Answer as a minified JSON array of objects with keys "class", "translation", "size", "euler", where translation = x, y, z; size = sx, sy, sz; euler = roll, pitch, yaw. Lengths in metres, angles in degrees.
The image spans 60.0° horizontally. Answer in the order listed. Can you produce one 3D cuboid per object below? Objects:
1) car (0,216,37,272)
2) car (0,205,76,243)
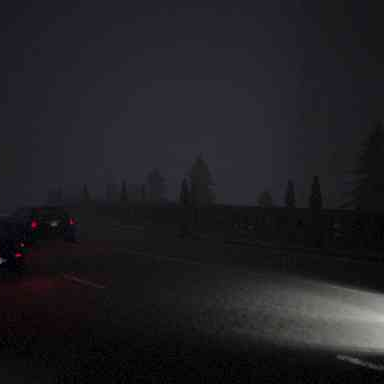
[{"class":"car","translation":[-6.499,1.546,9.767],"size":[4.674,1.442,1.812],"euler":[0,0,43]},{"class":"car","translation":[-7.261,1.383,15.472],"size":[2.097,1.767,4.553],"euler":[0,0,-44]}]
